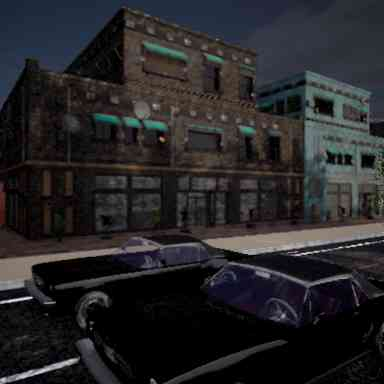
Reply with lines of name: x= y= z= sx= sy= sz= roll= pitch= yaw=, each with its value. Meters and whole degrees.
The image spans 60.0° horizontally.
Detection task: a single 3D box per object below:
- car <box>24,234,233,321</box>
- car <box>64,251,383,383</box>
car: x=-0.870 y=1.628 z=7.056 sx=4.718 sy=1.301 sz=1.895 roll=1 pitch=0 yaw=-35
car: x=1.028 y=1.628 z=4.418 sx=4.718 sy=1.301 sz=1.895 roll=1 pitch=0 yaw=-35
